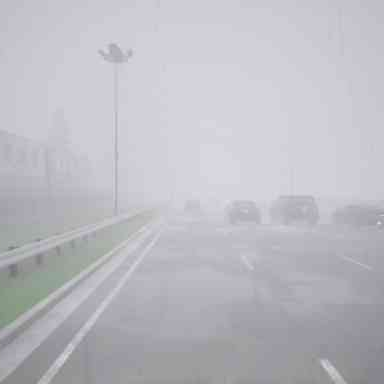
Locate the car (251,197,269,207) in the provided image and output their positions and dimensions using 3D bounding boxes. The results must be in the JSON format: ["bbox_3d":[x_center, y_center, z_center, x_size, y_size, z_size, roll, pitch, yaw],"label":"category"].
[{"bbox_3d":[10.613,1.516,52.003,1.812,1.442,4.674,0,0,0],"label":"car"}]

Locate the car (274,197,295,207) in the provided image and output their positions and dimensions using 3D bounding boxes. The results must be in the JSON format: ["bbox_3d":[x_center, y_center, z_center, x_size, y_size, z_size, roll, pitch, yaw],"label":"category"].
[{"bbox_3d":[14.113,1.554,50.978,1.994,1.385,4.181,0,0,0],"label":"car"}]

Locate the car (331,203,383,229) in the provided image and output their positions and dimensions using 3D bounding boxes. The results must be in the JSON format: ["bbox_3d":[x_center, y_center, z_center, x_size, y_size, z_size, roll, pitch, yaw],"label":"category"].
[{"bbox_3d":[10.606,1.500,21.269,1.837,1.490,4.892,0,0,0],"label":"car"}]

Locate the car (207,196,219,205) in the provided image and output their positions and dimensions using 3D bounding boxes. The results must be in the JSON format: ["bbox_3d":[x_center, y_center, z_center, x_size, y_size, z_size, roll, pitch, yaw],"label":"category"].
[{"bbox_3d":[3.615,1.494,56.784,1.837,1.490,4.892,0,0,0],"label":"car"}]

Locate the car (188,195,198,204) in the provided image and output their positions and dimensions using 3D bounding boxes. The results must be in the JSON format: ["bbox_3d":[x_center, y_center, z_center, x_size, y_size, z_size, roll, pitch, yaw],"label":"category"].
[{"bbox_3d":[0.117,1.466,65.394,1.882,1.535,5.008,0,0,0],"label":"car"}]

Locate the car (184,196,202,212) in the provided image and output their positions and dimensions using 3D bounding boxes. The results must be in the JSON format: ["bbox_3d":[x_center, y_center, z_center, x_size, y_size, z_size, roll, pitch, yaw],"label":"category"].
[{"bbox_3d":[0.111,1.484,38.558,2.128,1.511,4.902,0,0,0],"label":"car"}]

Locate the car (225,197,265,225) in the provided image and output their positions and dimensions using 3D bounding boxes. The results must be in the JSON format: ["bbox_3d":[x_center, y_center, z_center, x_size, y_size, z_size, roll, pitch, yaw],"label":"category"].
[{"bbox_3d":[3.605,1.347,24.273,2.097,1.767,4.553,0,0,0],"label":"car"}]

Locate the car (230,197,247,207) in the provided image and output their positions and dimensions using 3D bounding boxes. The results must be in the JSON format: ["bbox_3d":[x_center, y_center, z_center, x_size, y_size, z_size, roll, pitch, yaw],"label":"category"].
[{"bbox_3d":[7.114,1.554,50.892,1.994,1.385,4.181,0,0,0],"label":"car"}]

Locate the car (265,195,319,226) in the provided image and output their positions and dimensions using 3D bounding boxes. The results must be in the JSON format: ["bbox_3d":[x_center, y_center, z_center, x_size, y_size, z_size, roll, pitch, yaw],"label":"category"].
[{"bbox_3d":[7.108,1.217,23.645,2.150,2.045,5.566,0,0,0],"label":"car"}]
